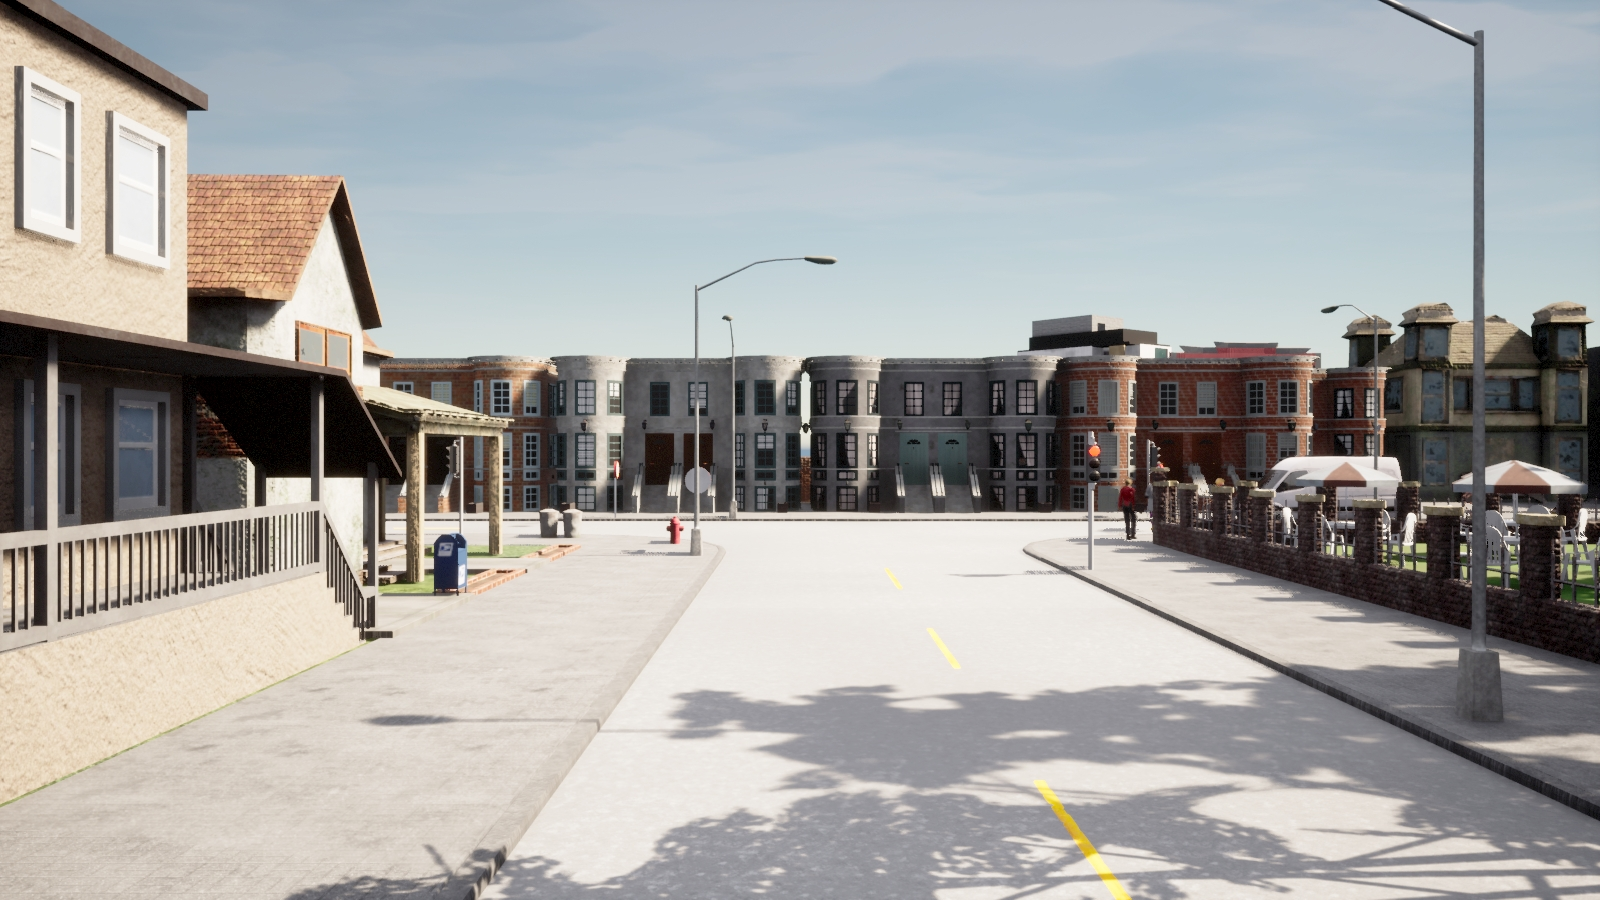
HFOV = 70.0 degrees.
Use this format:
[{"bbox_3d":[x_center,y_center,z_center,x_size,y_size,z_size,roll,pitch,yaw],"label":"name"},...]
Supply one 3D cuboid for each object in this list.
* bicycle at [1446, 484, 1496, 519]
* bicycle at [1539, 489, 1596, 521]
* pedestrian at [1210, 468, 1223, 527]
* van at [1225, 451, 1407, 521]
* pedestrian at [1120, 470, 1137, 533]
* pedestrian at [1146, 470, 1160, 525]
[{"bbox_3d":[25.105,1.935,42.725,1.643,1.296,0.373,0,0,0],"label":"bicycle"},{"bbox_3d":[28.676,2.033,42.712,1.487,1.080,0.859,3,0,0],"label":"bicycle"},{"bbox_3d":[13.366,1.517,36.673,0.375,1.860,0.375,0,0,21],"label":"pedestrian"},{"bbox_3d":[19.232,1.315,42.744,5.915,2.561,1.988,0,0,0],"label":"van"},{"bbox_3d":[9.741,1.516,33.894,0.375,1.860,0.375,0,0,39],"label":"pedestrian"},{"bbox_3d":[12.139,1.629,39.249,0.375,1.860,0.375,0,0,3],"label":"pedestrian"}]
